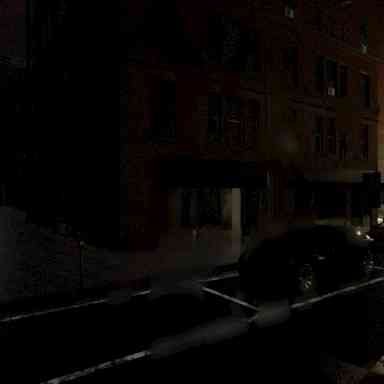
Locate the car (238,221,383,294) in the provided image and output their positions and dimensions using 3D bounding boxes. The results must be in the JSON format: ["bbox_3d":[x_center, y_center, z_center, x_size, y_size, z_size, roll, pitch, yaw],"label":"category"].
[{"bbox_3d":[3.175,1.566,8.809,4.313,1.339,1.947,0,0,-36],"label":"car"}]
